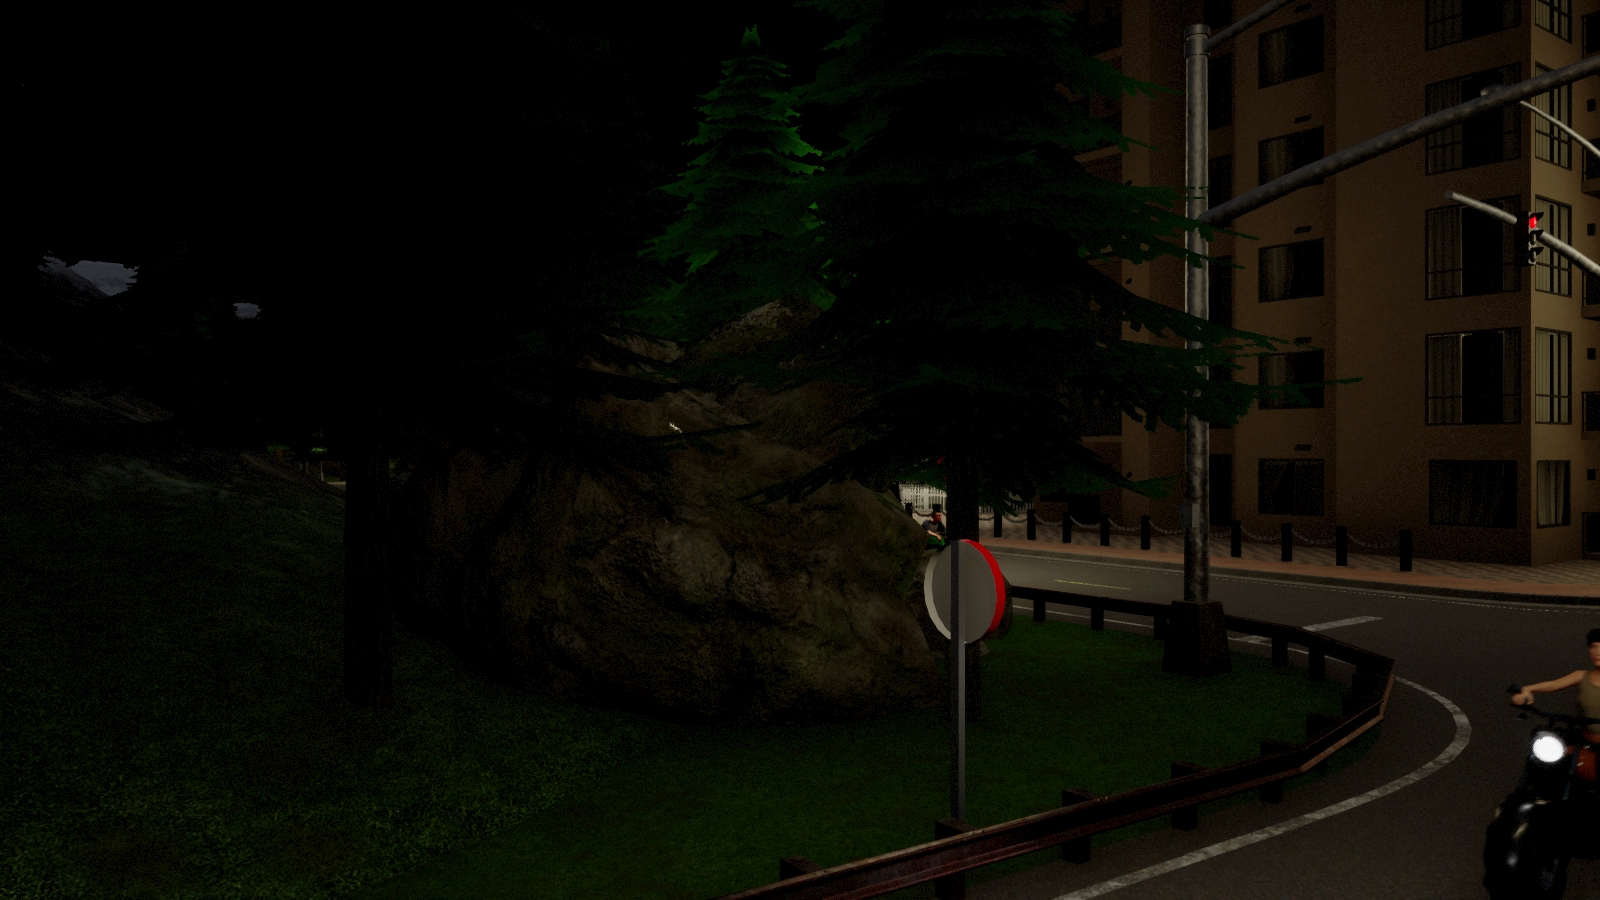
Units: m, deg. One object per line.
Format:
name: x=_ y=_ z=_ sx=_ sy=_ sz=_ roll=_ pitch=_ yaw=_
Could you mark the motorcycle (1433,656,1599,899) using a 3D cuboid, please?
motorcycle: x=5.061 y=2.150 z=7.364 sx=2.356 sy=1.277 sz=0.764 roll=0 pitch=0 yaw=-35
